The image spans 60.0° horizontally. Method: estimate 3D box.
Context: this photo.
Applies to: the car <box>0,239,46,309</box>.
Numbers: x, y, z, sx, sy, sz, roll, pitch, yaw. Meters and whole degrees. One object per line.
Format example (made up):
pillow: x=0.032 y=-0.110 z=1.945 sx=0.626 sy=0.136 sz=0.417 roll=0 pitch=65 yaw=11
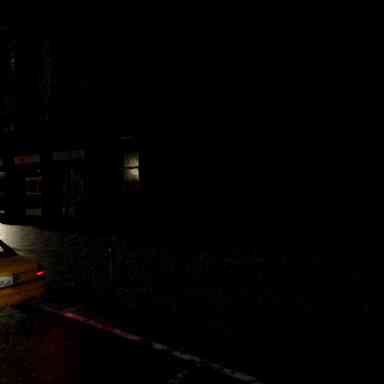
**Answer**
car: x=-5.195 y=1.455 z=6.949 sx=5.366 sy=1.575 sz=1.801 roll=0 pitch=0 yaw=35
